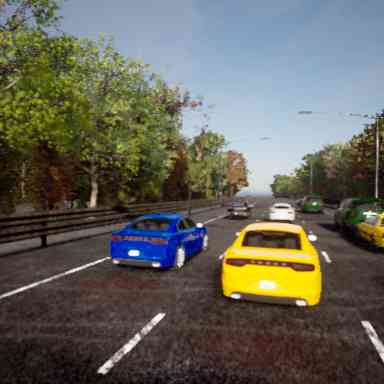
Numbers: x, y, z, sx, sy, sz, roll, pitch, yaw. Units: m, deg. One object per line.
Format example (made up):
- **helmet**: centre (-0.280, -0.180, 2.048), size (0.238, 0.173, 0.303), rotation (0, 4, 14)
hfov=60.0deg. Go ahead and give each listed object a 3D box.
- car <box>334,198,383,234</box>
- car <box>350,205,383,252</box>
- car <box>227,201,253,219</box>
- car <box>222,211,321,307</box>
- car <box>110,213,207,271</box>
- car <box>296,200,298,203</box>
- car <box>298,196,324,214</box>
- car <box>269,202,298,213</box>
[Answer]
- **car**: centre (9.940, 1.367, 19.829), size (2.150, 2.045, 5.566), rotation (1, 0, 16)
- **car**: centre (8.347, 1.574, 14.170), size (1.801, 1.575, 5.366), rotation (1, 0, 16)
- **car**: centre (4.266, 1.531, 29.209), size (2.128, 1.511, 4.902), rotation (1, 0, 15)
- **car**: centre (2.018, 1.495, 8.246), size (1.882, 1.535, 5.008), rotation (1, 0, 16)
- **car**: centre (-0.828, 1.442, 11.013), size (1.882, 1.535, 5.008), rotation (1, 0, 16)
- **car**: centre (18.464, 1.823, 55.907), size (1.812, 1.442, 4.674), rotation (1, 0, 14)
- **car**: centre (14.109, 1.436, 39.064), size (2.150, 2.045, 5.566), rotation (1, 0, 15)
- **car**: centre (6.953, 1.613, 25.775), size (1.812, 1.442, 4.674), rotation (1, 0, 15)
